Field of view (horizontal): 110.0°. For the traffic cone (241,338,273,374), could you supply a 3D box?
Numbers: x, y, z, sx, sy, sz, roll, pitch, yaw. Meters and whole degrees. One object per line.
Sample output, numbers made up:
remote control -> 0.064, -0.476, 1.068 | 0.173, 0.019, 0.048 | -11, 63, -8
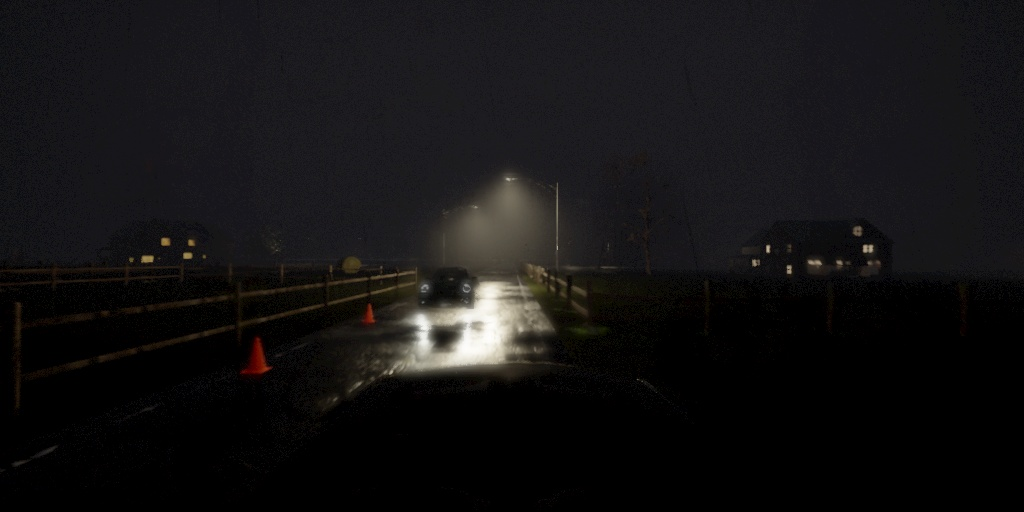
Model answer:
traffic cone -> -4.527, 1.748, 6.374 | 0.340, 0.580, 0.340 | 0, 0, 0

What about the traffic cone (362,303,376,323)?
traffic cone -> -4.529, 1.795, 11.374 | 0.340, 0.580, 0.340 | 0, 0, 0

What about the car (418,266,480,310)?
car -> -2.534, 1.227, 15.338 | 2.097, 1.767, 4.553 | 0, 0, -1
